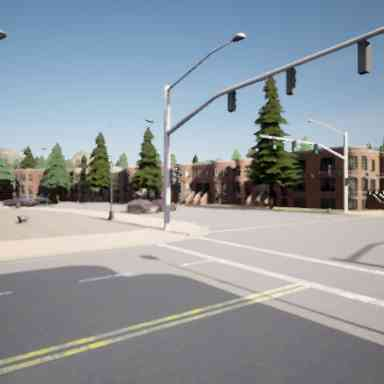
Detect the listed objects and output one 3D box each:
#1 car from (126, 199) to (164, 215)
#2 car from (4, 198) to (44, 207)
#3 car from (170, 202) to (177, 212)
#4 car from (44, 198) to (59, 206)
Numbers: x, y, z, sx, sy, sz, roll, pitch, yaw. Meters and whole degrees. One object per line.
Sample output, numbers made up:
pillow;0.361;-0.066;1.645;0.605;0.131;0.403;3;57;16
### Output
car;-5.056;1.464;33.635;1.812;1.442;4.674;0;0;-38
car;-24.944;1.514;48.687;5.357;1.411;2.033;0;0;19
car;-3.458;1.489;37.151;1.994;1.385;4.181;0;0;-39
car;-23.156;1.555;51.730;4.718;1.301;1.895;0;0;21
